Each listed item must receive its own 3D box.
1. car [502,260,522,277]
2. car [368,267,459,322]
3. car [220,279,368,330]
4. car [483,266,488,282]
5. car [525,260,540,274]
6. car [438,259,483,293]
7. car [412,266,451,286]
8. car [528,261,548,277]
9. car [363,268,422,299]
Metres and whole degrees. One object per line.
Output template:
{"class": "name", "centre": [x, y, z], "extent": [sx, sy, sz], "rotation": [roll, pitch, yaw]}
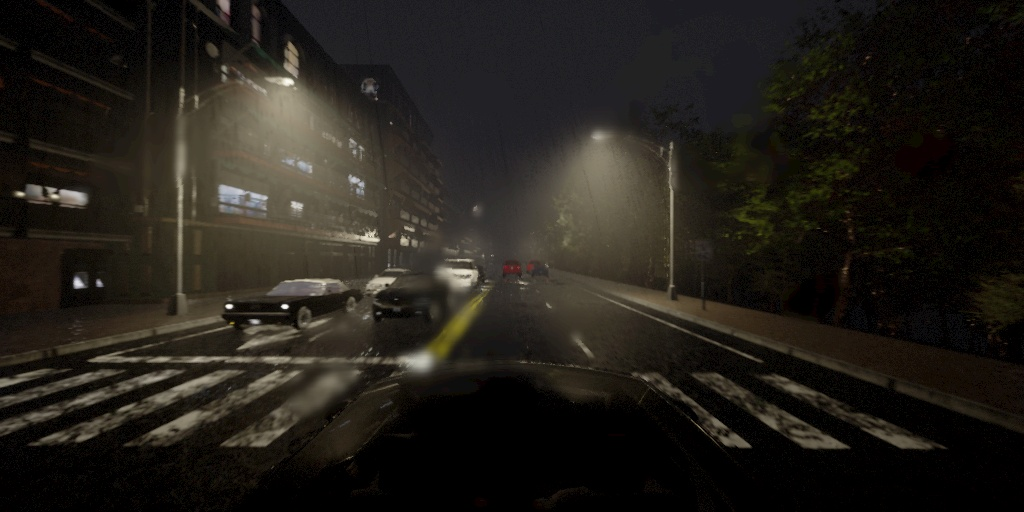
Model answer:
{"class": "car", "centre": [0.003, 1.460, 43.086], "extent": [2.150, 2.045, 5.566], "rotation": [0, -1, 0]}
{"class": "car", "centre": [-3.342, 1.327, 12.936], "extent": [1.882, 1.535, 5.008], "rotation": [0, -1, 0]}
{"class": "car", "centre": [-6.599, 1.415, 11.422], "extent": [1.895, 1.301, 4.718], "rotation": [0, -1, 0]}
{"class": "car", "centre": [-3.336, 1.604, 33.301], "extent": [1.837, 1.490, 4.892], "rotation": [0, -1, 0]}
{"class": "car", "centre": [3.253, 1.608, 53.517], "extent": [2.150, 2.045, 5.566], "rotation": [0, -1, 0]}
{"class": "car", "centre": [-3.342, 1.192, 22.870], "extent": [2.150, 2.045, 5.566], "rotation": [0, -1, 0]}
{"class": "car", "centre": [-6.590, 1.589, 30.015], "extent": [2.033, 1.411, 5.357], "rotation": [0, -1, 0]}
{"class": "car", "centre": [3.252, 1.733, 43.054], "extent": [1.882, 1.535, 5.008], "rotation": [0, -1, 0]}
{"class": "car", "centre": [-6.593, 1.448, 20.346], "extent": [1.812, 1.442, 4.674], "rotation": [0, -1, 0]}
